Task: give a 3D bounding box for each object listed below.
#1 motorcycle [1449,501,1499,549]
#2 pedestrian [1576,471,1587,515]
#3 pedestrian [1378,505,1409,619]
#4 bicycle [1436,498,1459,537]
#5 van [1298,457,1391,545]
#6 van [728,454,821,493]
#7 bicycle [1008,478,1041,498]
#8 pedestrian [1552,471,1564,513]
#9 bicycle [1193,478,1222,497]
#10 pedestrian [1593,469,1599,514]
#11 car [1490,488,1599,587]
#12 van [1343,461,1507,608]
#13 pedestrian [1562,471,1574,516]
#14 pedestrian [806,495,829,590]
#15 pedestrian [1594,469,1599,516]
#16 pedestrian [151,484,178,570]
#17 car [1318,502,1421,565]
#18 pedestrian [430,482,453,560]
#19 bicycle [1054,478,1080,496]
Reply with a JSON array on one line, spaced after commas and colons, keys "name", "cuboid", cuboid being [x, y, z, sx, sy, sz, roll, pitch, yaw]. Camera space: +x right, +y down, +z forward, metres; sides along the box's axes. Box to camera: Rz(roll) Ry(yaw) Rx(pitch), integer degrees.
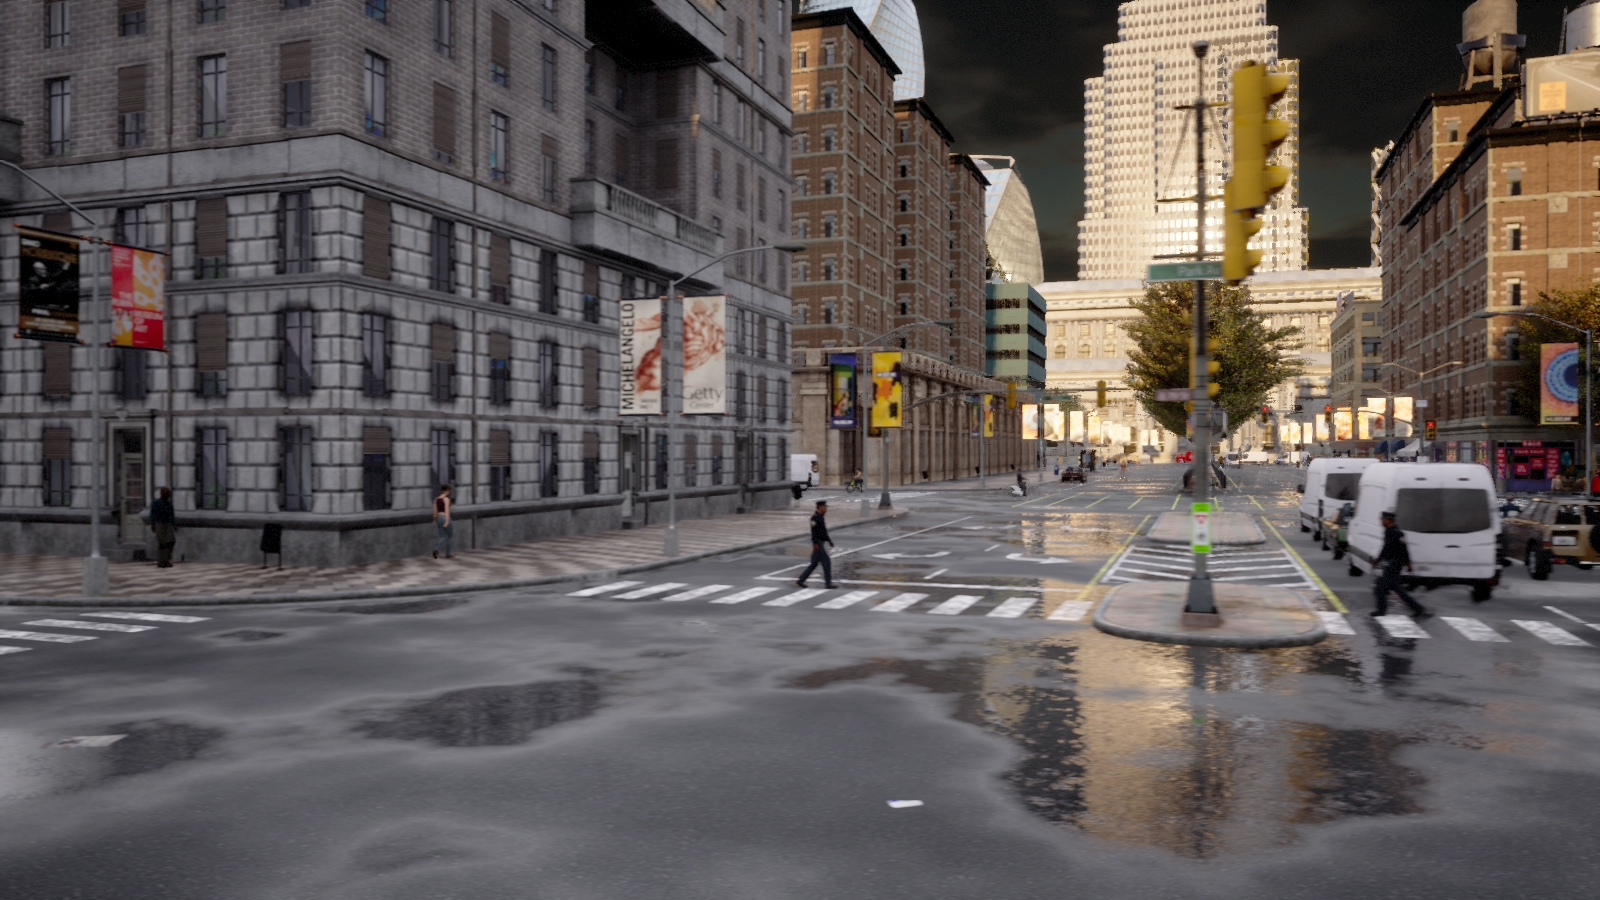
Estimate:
[{"name": "motorcycle", "cuboid": [20.033, 2.205, 33.990, 0.867, 1.251, 2.209, 0, 0, 20]}, {"name": "pedestrian", "cuboid": [33.542, 1.849, 49.030, 0.375, 1.860, 0.375, 0, 0, 30]}, {"name": "pedestrian", "cuboid": [9.866, 1.849, 18.994, 0.375, 1.860, 0.375, 0, 0, 15]}, {"name": "bicycle", "cuboid": [21.405, 2.210, 37.780, 0.329, 1.171, 1.835, 0, 0, 19]}, {"name": "van", "cuboid": [17.480, 1.534, 36.947, 1.988, 2.561, 5.915, 0, 0, 18]}, {"name": "van", "cuboid": [-1.696, 1.534, 76.627, 5.915, 2.561, 1.988, 0, 0, 19]}, {"name": "bicycle", "cuboid": [13.083, 2.210, 66.552, 1.835, 1.171, 0.329, 0, 0, 4]}, {"name": "pedestrian", "cuboid": [33.414, 1.849, 50.376, 0.375, 1.860, 0.375, 0, 0, 27]}, {"name": "bicycle", "cuboid": [24.469, 2.256, 68.573, 1.487, 1.080, 0.859, 0, -2, -31]}, {"name": "pedestrian", "cuboid": [32.847, 1.696, 46.944, 0.375, 1.860, 0.375, 0, 0, 30]}, {"name": "car", "cuboid": [17.069, 1.864, 25.525, 1.932, 1.855, 4.605, 0, 0, 19]}, {"name": "van", "cuboid": [12.614, 1.534, 23.475, 1.988, 2.561, 5.915, 0, 0, 19]}, {"name": "pedestrian", "cuboid": [32.653, 1.849, 48.593, 0.375, 1.860, 0.375, 0, 0, 24]}, {"name": "pedestrian", "cuboid": [0.351, 1.849, 22.880, 0.375, 1.860, 0.375, 0, 0, 19]}, {"name": "pedestrian", "cuboid": [32.132, 1.696, 45.849, 0.375, 1.860, 0.375, 0, 0, 24]}, {"name": "pedestrian", "cuboid": [-14.099, 1.696, 25.333, 0.375, 1.860, 0.375, 0, 0, 26]}, {"name": "car", "cuboid": [15.023, 2.155, 30.348, 1.895, 1.301, 4.718, 0, 0, 20]}, {"name": "pedestrian", "cuboid": [-8.623, 1.696, 27.467, 0.375, 1.860, 0.375, 0, 0, 24]}, {"name": "bicycle", "cuboid": [16.470, 2.256, 70.380, 1.487, 1.080, 0.859, 0, 0, 17]}]
